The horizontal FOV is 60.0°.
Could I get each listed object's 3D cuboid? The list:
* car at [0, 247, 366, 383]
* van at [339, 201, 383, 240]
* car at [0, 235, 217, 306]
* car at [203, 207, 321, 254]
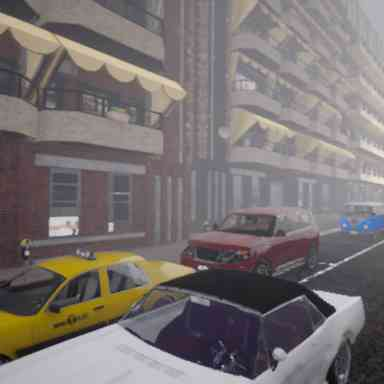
[{"bbox_3d":[0.170,1.633,3.402,1.895,1.301,4.718,-1,-1,41],"label":"car"},{"bbox_3d":[9.176,1.433,17.602,1.690,1.788,3.998,1,1,41],"label":"van"},{"bbox_3d":[-1.841,1.585,4.970,1.752,1.417,4.829,1,1,41],"label":"car"},{"bbox_3d":[1.909,1.384,9.266,2.192,1.841,5.009,1,1,41],"label":"car"}]
